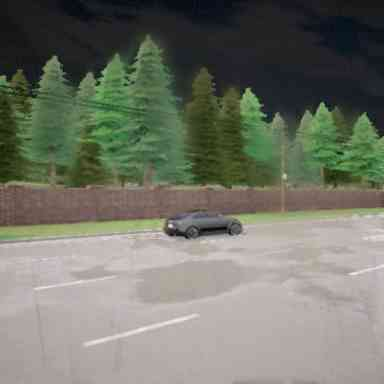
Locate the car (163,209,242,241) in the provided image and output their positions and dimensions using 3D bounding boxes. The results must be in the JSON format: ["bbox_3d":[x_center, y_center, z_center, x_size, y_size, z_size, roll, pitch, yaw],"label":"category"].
[{"bbox_3d":[0.591,1.587,17.064,4.181,1.385,1.994,0,0,-36],"label":"car"}]
